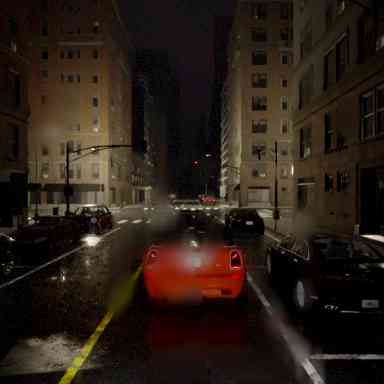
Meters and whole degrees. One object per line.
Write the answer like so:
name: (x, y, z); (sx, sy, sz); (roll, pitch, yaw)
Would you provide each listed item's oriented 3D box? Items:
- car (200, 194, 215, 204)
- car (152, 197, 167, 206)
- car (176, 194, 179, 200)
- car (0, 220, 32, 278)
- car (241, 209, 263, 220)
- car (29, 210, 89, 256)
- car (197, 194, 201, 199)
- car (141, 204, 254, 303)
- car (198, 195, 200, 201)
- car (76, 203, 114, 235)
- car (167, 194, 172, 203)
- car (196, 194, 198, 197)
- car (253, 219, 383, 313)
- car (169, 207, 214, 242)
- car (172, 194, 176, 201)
car: (2.834, 1.478, 55.588); (1.967, 1.590, 4.097); (0, 0, 0)
car: (-5.691, 1.620, 55.592); (1.802, 1.307, 4.206); (0, 0, 0)
car: (-5.662, 1.461, 93.453); (2.192, 1.841, 5.009); (0, 0, 0)
car: (-5.676, 1.566, 7.487); (1.947, 1.339, 4.313); (0, 0, 0)
car: (2.838, 1.567, 18.498); (1.947, 1.339, 4.313); (0, 0, 0)
car: (-5.682, 1.583, 12.988); (1.802, 1.307, 4.206); (0, 0, 0)
car: (2.850, 1.527, 77.224); (1.967, 1.590, 4.097); (0, 0, 0)
car: (0.055, 1.352, 8.357); (2.097, 1.767, 4.553); (0, 0, 0)
car: (2.843, 1.610, 66.406); (2.008, 1.369, 4.403); (0, 0, 0)
car: (-5.688, 1.442, 18.490); (1.967, 1.590, 4.097); (0, 0, 0)
car: (-5.682, 1.610, 66.409); (2.008, 1.369, 4.403); (0, 0, 0)
car: (2.859, 1.564, 88.042); (1.967, 1.590, 4.097); (0, 0, 0)
car: (2.849, 1.551, 7.495); (2.008, 1.369, 4.403); (0, 0, 0)
car: (-0.013, 1.565, 17.011); (1.994, 1.385, 4.181); (0, 0, 0)
car: (-5.670, 1.630, 82.465); (1.752, 1.417, 4.829); (0, 0, 0)
